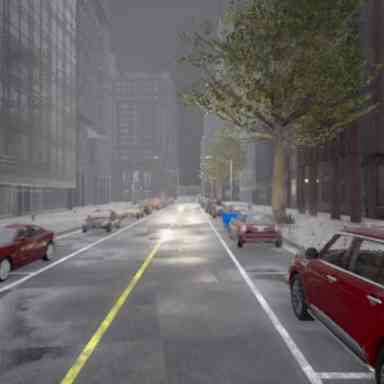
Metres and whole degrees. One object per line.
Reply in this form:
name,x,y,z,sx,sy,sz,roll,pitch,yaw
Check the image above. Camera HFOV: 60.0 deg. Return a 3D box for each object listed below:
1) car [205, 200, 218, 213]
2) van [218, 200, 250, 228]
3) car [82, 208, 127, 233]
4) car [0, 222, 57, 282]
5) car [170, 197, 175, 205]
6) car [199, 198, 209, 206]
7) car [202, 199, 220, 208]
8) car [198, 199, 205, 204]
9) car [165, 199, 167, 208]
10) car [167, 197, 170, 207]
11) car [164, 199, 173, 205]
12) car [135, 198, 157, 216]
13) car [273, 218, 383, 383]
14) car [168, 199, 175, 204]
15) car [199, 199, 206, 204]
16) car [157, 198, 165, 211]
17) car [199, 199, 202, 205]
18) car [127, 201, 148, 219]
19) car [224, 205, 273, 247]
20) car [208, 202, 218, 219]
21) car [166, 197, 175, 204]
car,2.817,1.959,38.270,1.947,1.339,4.313,0,-1,0
van,2.836,1.553,21.356,1.690,1.788,3.998,0,-1,0
car,-5.690,1.795,21.357,1.802,1.307,4.206,0,-1,0
car,-5.678,1.647,10.079,1.887,1.381,4.507,0,-1,0
car,-5.750,2.441,77.741,1.947,1.339,4.313,0,-1,0
car,2.775,2.314,77.747,1.967,1.590,4.097,0,-1,0
car,2.811,1.776,43.913,2.192,1.841,5.009,0,-1,0
car,2.757,2.666,94.662,1.947,1.339,4.313,0,-1,0
car,-5.726,2.163,55.187,1.947,1.339,4.313,0,-1,0
car,-5.732,1.980,60.828,2.192,1.841,5.009,0,-1,0
car,-5.756,2.515,83.378,1.947,1.339,4.313,0,-1,0
car,-5.709,1.710,38.274,2.192,1.841,5.009,0,-1,0
car,2.853,1.359,4.438,2.192,1.841,5.009,0,-1,0
car,-5.768,2.684,94.654,1.802,1.307,4.206,0,-1,0
car,2.763,2.588,89.022,1.947,1.339,4.313,0,-1,0
car,-5.721,1.845,49.552,2.192,1.841,5.009,0,-1,0
car,2.794,2.229,60.827,1.947,1.339,4.313,0,-1,0
car,-5.702,1.853,32.464,1.752,1.417,4.829,0,-1,0
car,2.842,1.596,15.716,1.967,1.590,4.097,0,-1,0
car,2.823,1.910,32.632,1.802,1.307,4.206,0,-1,0
car,-5.763,2.339,89.019,2.192,1.841,5.009,0,-1,0
